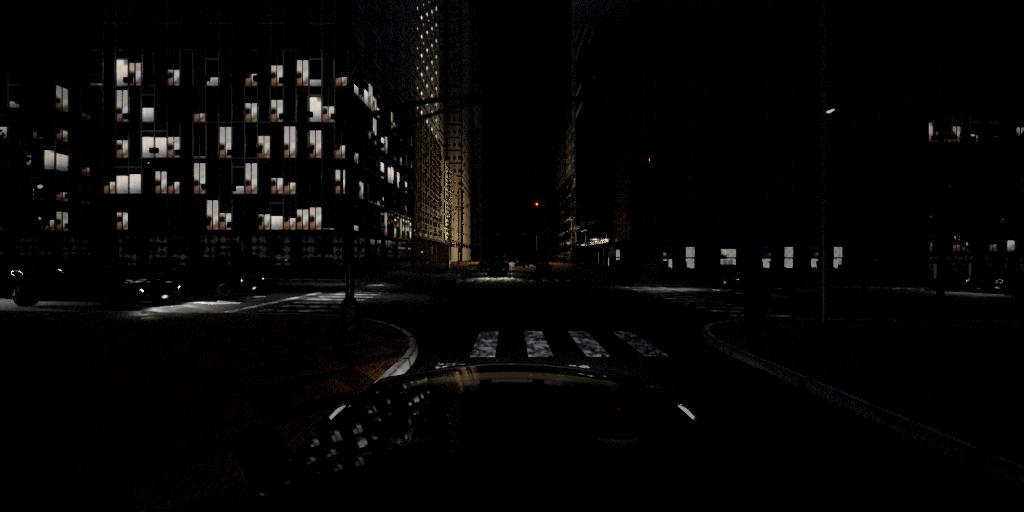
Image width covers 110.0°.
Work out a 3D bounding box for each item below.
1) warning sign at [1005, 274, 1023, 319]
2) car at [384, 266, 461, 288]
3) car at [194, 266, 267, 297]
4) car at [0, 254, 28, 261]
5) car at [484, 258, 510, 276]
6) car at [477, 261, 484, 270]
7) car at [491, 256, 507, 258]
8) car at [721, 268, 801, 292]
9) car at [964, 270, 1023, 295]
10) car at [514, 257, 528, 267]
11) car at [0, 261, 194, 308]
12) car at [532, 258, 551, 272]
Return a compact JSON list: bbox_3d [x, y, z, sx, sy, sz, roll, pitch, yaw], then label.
[{"bbox_3d":[17.281,1.204,11.756,1.060,1.860,1.300,0,0,-3],"label":"warning sign"},{"bbox_3d":[-5.776,1.310,23.419,4.718,1.301,1.895,2,0,-3],"label":"car"},{"bbox_3d":[-14.011,1.118,16.330,4.718,1.301,1.895,1,0,-3],"label":"car"},{"bbox_3d":[-22.916,0.706,15.926,4.553,1.767,2.097,1,0,-3],"label":"car"},{"bbox_3d":[-1.475,1.245,37.041,1.882,1.535,5.008,0,0,1],"label":"car"},{"bbox_3d":[-3.993,1.343,51.065,1.802,1.307,4.207,0,0,0],"label":"car"},{"bbox_3d":[-1.499,0.984,47.638,2.150,2.045,5.566,0,0,2],"label":"car"},{"bbox_3d":[16.900,1.569,24.452,4.902,1.511,2.128,1,0,-3],"label":"car"},{"bbox_3d":[35.006,1.755,25.272,4.553,1.767,2.097,1,0,-3],"label":"car"},{"bbox_3d":[1.373,1.298,64.485,2.033,1.411,5.357,0,0,0],"label":"car"},{"bbox_3d":[-15.290,1.042,13.050,5.357,1.411,2.033,1,0,0],"label":"car"},{"bbox_3d":[3.956,1.329,45.567,1.948,1.339,4.313,0,0,0],"label":"car"}]
